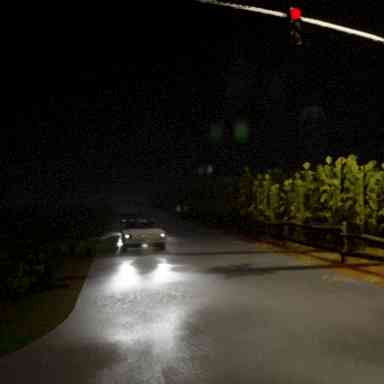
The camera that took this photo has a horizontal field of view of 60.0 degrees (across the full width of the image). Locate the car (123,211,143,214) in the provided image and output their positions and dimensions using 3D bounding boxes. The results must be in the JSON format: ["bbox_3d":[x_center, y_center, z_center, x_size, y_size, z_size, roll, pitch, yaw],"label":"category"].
[{"bbox_3d":[-4.475,2.106,25.275,1.895,1.301,4.718,-1,-1,-12],"label":"car"}]

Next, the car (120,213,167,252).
[{"bbox_3d":[-2.368,1.912,15.668,1.895,1.301,4.718,0,-1,-12],"label":"car"}]
